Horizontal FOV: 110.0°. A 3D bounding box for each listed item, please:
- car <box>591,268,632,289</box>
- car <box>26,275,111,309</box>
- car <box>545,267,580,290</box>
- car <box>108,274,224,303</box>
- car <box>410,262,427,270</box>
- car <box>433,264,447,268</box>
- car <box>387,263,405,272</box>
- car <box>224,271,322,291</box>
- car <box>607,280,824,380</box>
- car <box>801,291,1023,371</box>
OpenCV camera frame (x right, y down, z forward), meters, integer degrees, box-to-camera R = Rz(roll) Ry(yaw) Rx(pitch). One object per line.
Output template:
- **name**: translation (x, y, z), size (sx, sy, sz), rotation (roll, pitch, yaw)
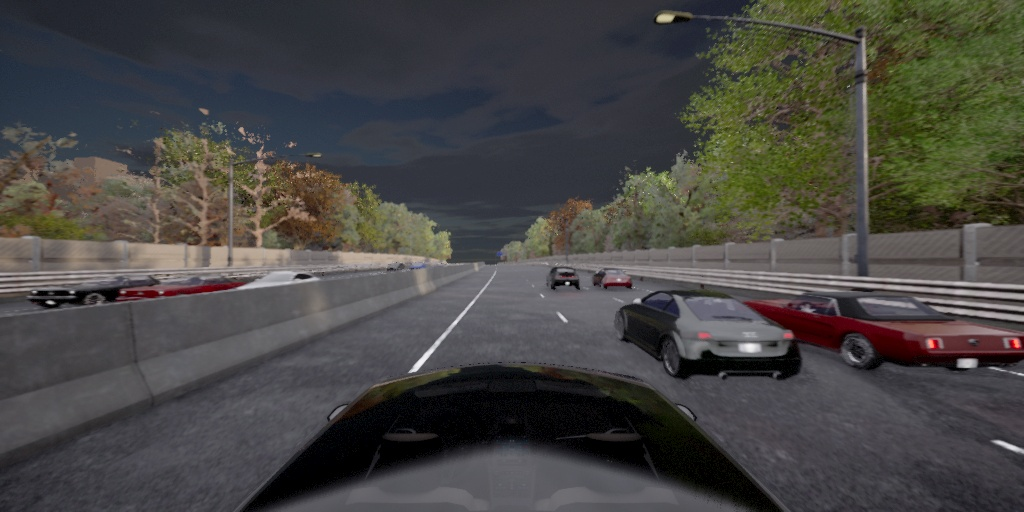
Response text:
- **car**: translation (6.929, 1.543, 25.310), size (1.994, 1.385, 4.181), rotation (0, -1, -1)
- **car**: translation (-17.669, 1.497, 15.930), size (1.895, 1.301, 4.718), rotation (0, -1, -1)
- **car**: translation (3.436, 1.481, 24.821), size (1.837, 1.490, 4.892), rotation (0, -1, -1)
- **car**: translation (-14.163, 1.495, 15.847), size (1.895, 1.301, 4.718), rotation (0, -1, 0)
- **car**: translation (-14.924, 1.774, 57.393), size (1.882, 1.535, 5.008), rotation (0, 0, -1)
- **car**: translation (-11.427, 1.898, 57.439), size (1.895, 1.301, 4.718), rotation (0, -1, -1)
- **car**: translation (-18.414, 1.800, 57.179), size (1.837, 1.490, 4.892), rotation (0, 0, -1)
- **car**: translation (-10.662, 1.428, 16.852), size (1.812, 1.442, 4.674), rotation (0, -1, -1)
- **car**: translation (3.579, 1.368, 7.408), size (1.994, 1.385, 4.181), rotation (0, -1, 0)
- **car**: translation (7.082, 1.407, 7.800), size (1.895, 1.301, 4.718), rotation (0, -1, 0)
